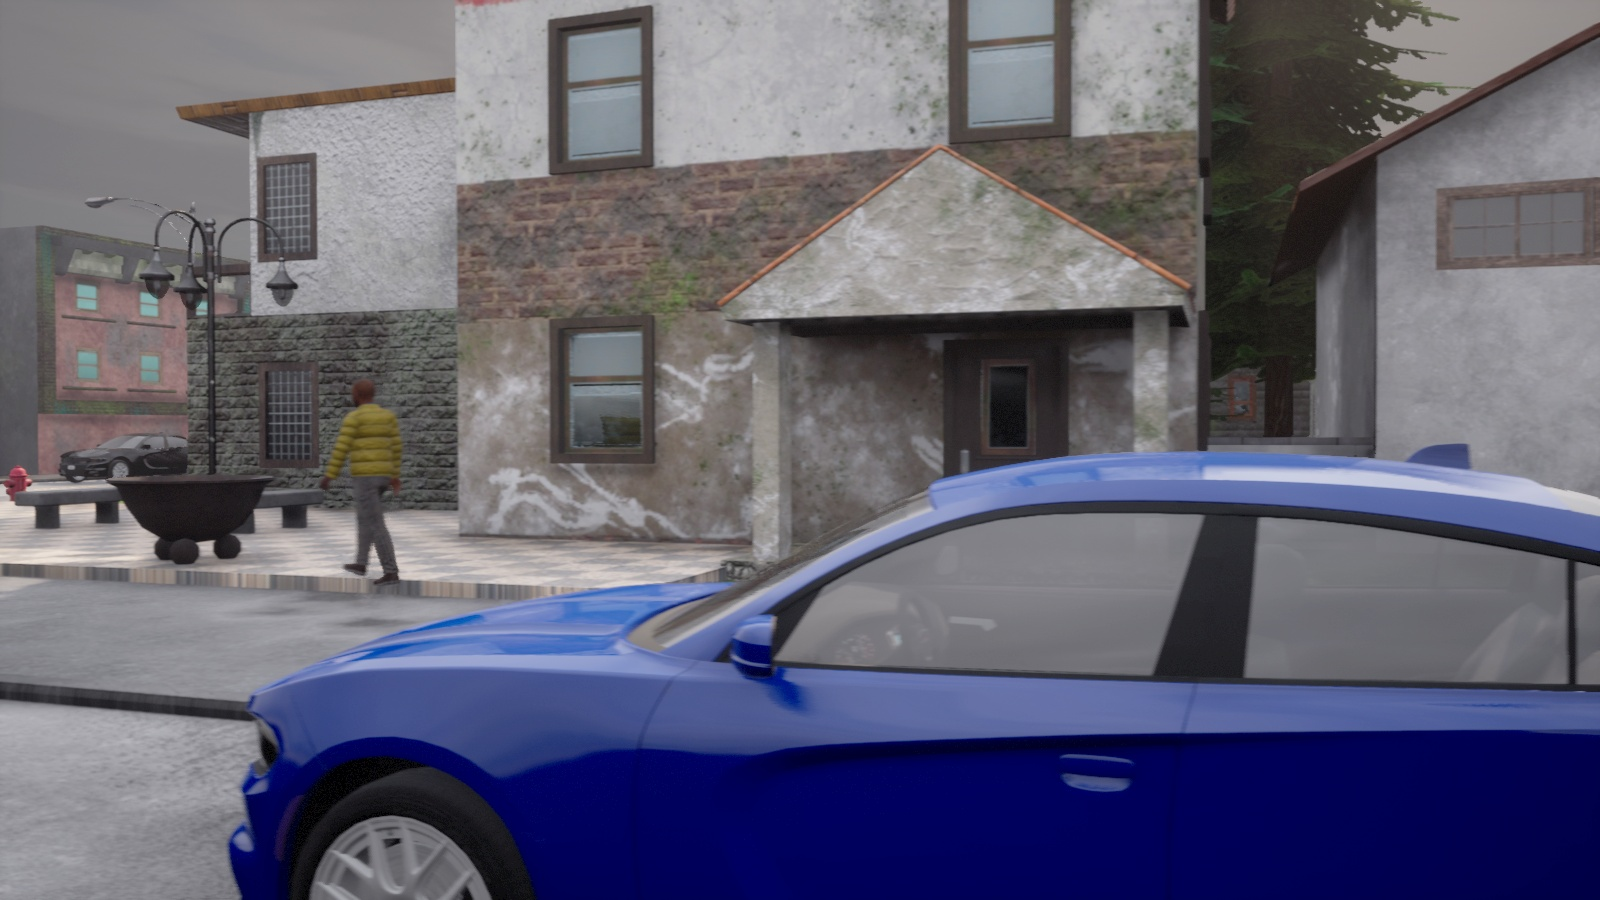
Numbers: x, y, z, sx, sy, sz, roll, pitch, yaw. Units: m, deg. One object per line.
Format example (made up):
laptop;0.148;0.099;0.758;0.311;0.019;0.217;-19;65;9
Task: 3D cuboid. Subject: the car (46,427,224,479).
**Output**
car;-20.682;0.046;39.342;1.882;1.535;5.008;1;1;19

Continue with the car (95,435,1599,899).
car;0.793;0.750;3.460;5.008;1.535;1.882;1;1;18

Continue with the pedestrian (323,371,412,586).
pedestrian;-3.800;0.237;11.033;0.726;1.835;0.370;1;1;32
